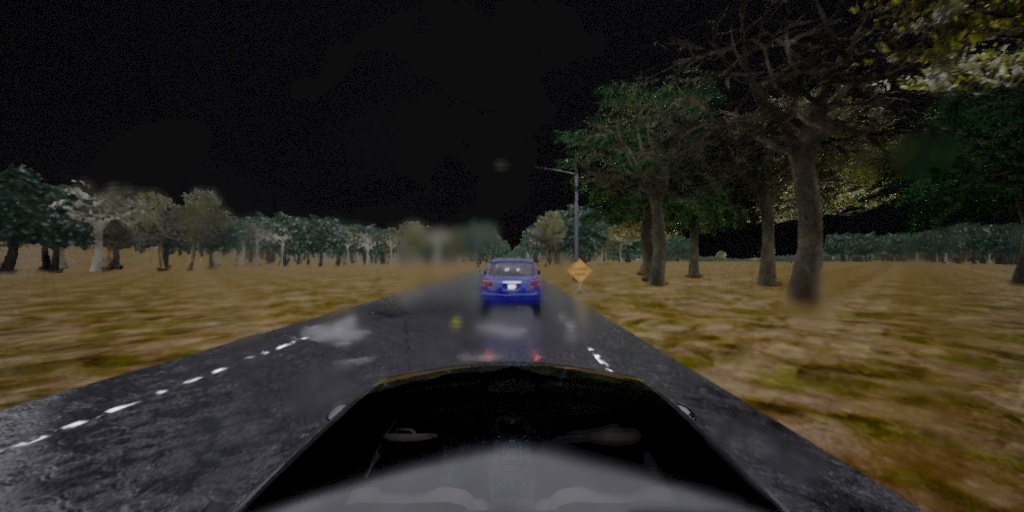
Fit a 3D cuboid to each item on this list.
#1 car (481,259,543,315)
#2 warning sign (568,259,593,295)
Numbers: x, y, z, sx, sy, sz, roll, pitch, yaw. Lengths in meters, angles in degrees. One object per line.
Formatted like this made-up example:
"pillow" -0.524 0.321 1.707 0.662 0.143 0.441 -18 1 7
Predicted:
"car" 0.013 1.123 14.436 2.150 2.045 5.566 0 0 0
"warning sign" 3.551 1.061 18.522 1.300 1.860 1.060 0 0 0
